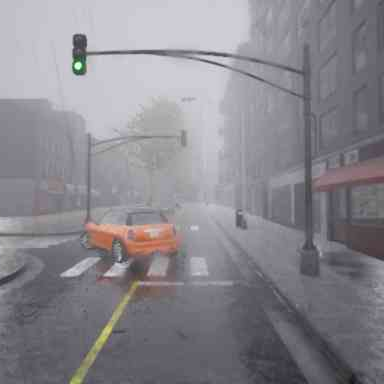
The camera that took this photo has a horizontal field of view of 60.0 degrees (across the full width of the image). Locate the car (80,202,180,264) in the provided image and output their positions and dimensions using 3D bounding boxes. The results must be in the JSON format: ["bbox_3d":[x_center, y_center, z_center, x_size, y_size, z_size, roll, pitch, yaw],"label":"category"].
[{"bbox_3d":[-2.455,1.379,12.363,2.097,1.767,4.553,0,0,-36],"label":"car"}]

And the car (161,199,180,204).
[{"bbox_3d":[-2.849,1.699,37.352,2.128,1.511,4.902,0,0,0],"label":"car"}]
